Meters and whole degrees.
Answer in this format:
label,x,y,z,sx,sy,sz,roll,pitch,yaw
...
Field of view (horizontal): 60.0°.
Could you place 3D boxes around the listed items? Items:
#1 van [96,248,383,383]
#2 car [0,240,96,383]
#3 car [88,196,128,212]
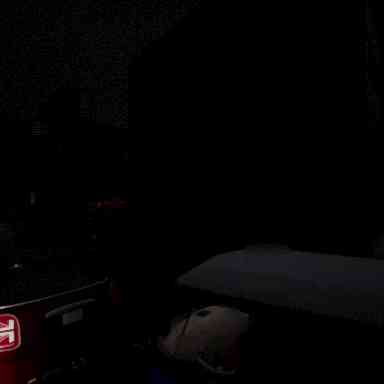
label,x,y,z,sx,sy,sz,roll,pitch,yaw
van,1.494,1.341,1.753,3.998,1.788,1.690,0,0,35
car,-2.935,1.441,4.908,4.097,1.590,1.967,0,0,35
car,-9.566,1.319,37.944,2.097,1.767,4.553,-1,0,35
